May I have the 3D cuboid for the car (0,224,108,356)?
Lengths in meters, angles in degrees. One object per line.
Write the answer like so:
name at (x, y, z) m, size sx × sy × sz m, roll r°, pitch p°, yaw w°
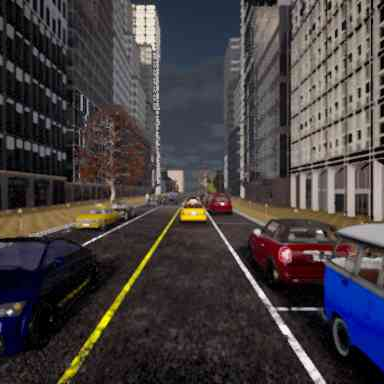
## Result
car at (-3.100, 1.538, 6.034) m, size 1.994 × 1.385 × 4.181 m, roll 0°, pitch 0°, yaw 0°

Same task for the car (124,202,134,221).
car at (-5.682, 1.433, 26.072) m, size 2.008 × 1.369 × 4.403 m, roll 0°, pitch 0°, yaw 0°

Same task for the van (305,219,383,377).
van at (2.694, 1.327, 3.290) m, size 1.690 × 1.788 × 3.998 m, roll 0°, pitch 0°, yaw 0°

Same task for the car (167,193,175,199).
car at (-5.665, 1.096, 88.686) m, size 1.887 × 1.381 × 4.507 m, roll 0°, pitch 0°, yaw 0°

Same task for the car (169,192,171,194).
car at (-5.671, 1.260, 65.917) m, size 1.802 × 1.307 × 4.206 m, roll 0°, pitch 0°, yaw 0°

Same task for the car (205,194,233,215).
car at (2.702, 1.169, 31.750) m, size 2.192 × 1.841 × 5.009 m, roll 0°, pitch 0°, yaw 0°

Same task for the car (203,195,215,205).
car at (2.707, 1.264, 54.688) m, size 1.752 × 1.417 × 4.829 m, roll 0°, pitch 0°, yaw 0°

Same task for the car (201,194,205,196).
car at (2.705, 1.113, 43.134) m, size 2.192 × 1.841 × 5.009 m, roll 0°, pitch 0°, yaw 0°

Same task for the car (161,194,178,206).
car at (-3.068, 1.333, 49.013) m, size 1.994 × 1.385 × 4.181 m, roll 0°, pitch 0°, yaw 0°

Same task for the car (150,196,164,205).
car at (-5.674, 1.306, 54.534) m, size 1.947 × 1.339 × 4.313 m, roll 0°, pitch 0°, yaw 0°

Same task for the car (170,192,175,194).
car at (-5.668, 1.166, 77.302) m, size 2.008 × 1.369 × 4.403 m, roll 0°, pitch 0°, yaw 0°

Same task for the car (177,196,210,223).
car at (0.105, 1.349, 24.202) m, size 1.801 × 1.575 × 5.366 m, roll 0°, pitch 1°, yaw 0°

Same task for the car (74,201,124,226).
car at (-5.683, 1.435, 20.209) m, size 1.752 × 1.417 × 4.829 m, roll 0°, pitch 0°, yaw 0°

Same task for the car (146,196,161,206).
car at (-5.675, 1.320, 48.841) m, size 2.008 × 1.369 × 4.403 m, roll 0°, pitch 0°, yaw 0°

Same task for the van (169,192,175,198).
van at (-5.662, 0.859, 94.378) m, size 1.690 × 1.788 × 3.998 m, roll 0°, pitch 0°, yaw 0°

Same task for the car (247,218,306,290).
car at (2.695, 1.401, 8.982) m, size 1.967 × 1.590 × 4.097 m, roll 0°, pitch 0°, yaw 0°
